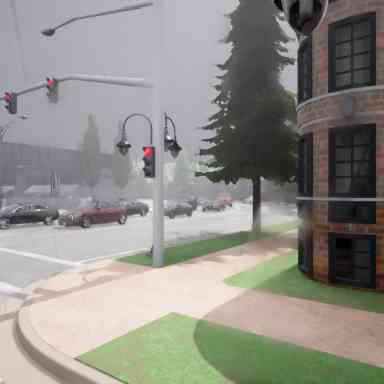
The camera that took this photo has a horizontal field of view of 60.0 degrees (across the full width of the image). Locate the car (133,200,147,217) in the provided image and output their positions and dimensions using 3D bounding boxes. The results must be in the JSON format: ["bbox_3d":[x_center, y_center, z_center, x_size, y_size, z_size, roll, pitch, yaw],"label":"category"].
[{"bbox_3d":[-5.814,1.491,29.431,2.128,1.511,4.902,0,0,31],"label":"car"}]

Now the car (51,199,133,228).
[{"bbox_3d":[-6.501,1.352,22.114,2.097,1.767,4.553,0,0,34],"label":"car"}]

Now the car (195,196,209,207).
[{"bbox_3d":[1.553,1.493,52.758,2.128,1.511,4.902,0,0,0],"label":"car"}]

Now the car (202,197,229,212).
[{"bbox_3d":[2.582,1.564,38.637,1.994,1.385,4.181,0,0,18],"label":"car"}]

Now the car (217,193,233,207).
[{"bbox_3d":[4.935,1.215,50.409,2.150,2.045,5.566,0,1,3],"label":"car"}]

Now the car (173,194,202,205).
[{"bbox_3d":[-1.058,1.221,38.578,2.150,2.045,5.566,0,0,19],"label":"car"}]

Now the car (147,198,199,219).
[{"bbox_3d":[-1.583,1.526,29.628,1.812,1.442,4.674,0,0,31],"label":"car"}]

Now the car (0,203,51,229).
[{"bbox_3d":[-11.079,1.491,21.644,2.128,1.511,4.902,0,0,35],"label":"car"}]

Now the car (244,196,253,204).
[{"bbox_3d":[11.104,1.526,61.562,1.812,1.442,4.674,0,0,-10],"label":"car"}]
